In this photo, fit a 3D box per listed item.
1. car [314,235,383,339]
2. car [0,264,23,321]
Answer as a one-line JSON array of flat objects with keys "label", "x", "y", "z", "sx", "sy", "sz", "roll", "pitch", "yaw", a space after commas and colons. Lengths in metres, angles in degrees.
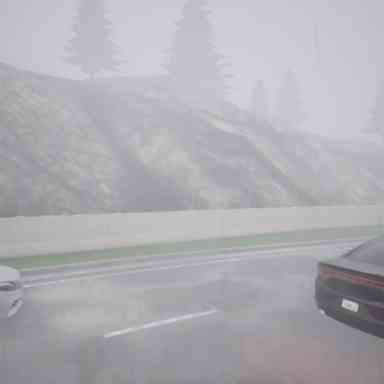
[{"label": "car", "x": 4.416, "y": 1.451, "z": 5.863, "sx": 5.008, "sy": 1.535, "sz": 1.882, "roll": 0, "pitch": 0, "yaw": -28}, {"label": "car", "x": -4.934, "y": 1.459, "z": 4.552, "sx": 4.674, "sy": 1.442, "sz": 1.812, "roll": 0, "pitch": 0, "yaw": -37}]
